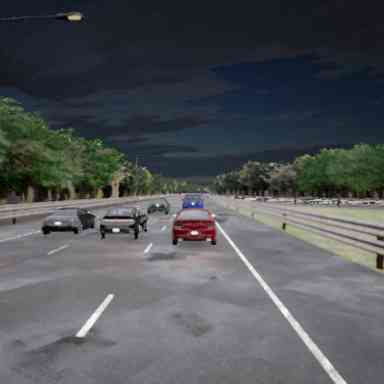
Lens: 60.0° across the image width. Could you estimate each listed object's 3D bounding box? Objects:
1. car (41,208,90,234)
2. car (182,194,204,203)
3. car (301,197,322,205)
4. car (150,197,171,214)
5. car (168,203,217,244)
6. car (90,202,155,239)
[{"bbox_3d":[-6.900,1.576,19.115,1.994,1.385,4.181,0,0,0],"label":"car"},{"bbox_3d":[0.100,1.254,34.727,2.150,2.045,5.566,0,0,0],"label":"car"},{"bbox_3d":[23.333,1.755,64.904,1.882,1.535,5.008,0,0,-21],"label":"car"},{"bbox_3d":[-3.397,1.385,35.117,2.097,1.767,4.553,0,0,0],"label":"car"},{"bbox_3d":[0.101,1.486,15.780,1.882,1.535,5.008,0,0,0],"label":"car"},{"bbox_3d":[-3.402,1.502,17.384,2.128,1.511,4.902,0,0,0],"label":"car"}]
